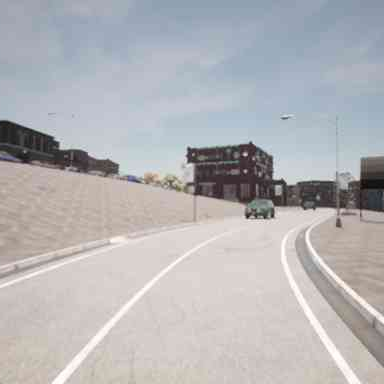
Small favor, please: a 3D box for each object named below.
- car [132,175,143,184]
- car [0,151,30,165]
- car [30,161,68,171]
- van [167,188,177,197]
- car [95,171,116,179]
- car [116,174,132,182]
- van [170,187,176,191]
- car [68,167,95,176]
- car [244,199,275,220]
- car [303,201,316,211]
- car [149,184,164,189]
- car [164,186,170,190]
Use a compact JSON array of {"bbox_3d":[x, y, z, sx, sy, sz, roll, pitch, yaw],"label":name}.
[{"bbox_3d":[-10.789,-1.877,59.931,2.435,2.045,5.566,0,-3,15],"label":"car"},{"bbox_3d":[-19.194,-3.249,33.357,2.185,1.767,4.553,-1,-3,21],"label":"car"},{"bbox_3d":[-17.249,-2.803,38.729,2.163,1.488,4.792,-1,-3,20],"label":"car"},{"bbox_3d":[-5.207,0.142,87.081,1.878,1.987,4.442,0,-5,9],"label":"van"},{"bbox_3d":[-13.840,-2.269,49.111,2.231,1.521,4.892,-1,-3,18],"label":"car"},{"bbox_3d":[-12.262,-2.084,54.520,2.185,1.767,4.553,0,-3,16],"label":"car"},{"bbox_3d":[-6.099,-0.301,81.633,1.878,1.987,4.442,0,-4,11],"label":"van"},{"bbox_3d":[-15.473,-2.510,43.947,2.002,1.452,4.674,-1,-3,19],"label":"car"},{"bbox_3d":[7.296,1.814,35.384,2.150,2.045,5.566,-1,-2,26],"label":"car"},{"bbox_3d":[25.655,3.046,72.658,2.150,2.045,5.566,-1,-2,26],"label":"car"},{"bbox_3d":[-8.268,-0.862,70.641,2.002,1.452,4.674,0,-4,13],"label":"car"},{"bbox_3d":[-7.157,-0.465,76.057,2.002,1.452,4.674,0,-4,11],"label":"car"}]
